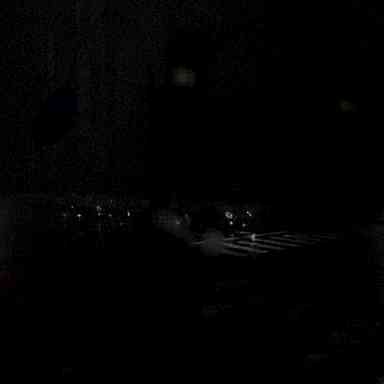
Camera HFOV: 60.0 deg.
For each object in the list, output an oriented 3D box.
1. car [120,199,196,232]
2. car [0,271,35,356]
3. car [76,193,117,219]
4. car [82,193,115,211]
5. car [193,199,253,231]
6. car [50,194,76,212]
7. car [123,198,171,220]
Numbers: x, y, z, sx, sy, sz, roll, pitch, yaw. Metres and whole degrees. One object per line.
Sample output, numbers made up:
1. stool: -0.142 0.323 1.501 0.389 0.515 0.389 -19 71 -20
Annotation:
1. car: -2.202 1.427 19.882 2.128 1.511 4.902 -1 1 -36
2. car: -4.221 1.545 3.641 4.507 1.381 1.887 0 -1 -36
3. car: -7.578 1.212 27.362 2.097 1.767 4.553 -1 1 -36
4. car: -10.410 1.090 36.883 2.097 1.767 4.553 -1 1 -36
5. car: 1.548 1.255 20.316 2.097 1.767 4.553 -1 1 -37
6. car: -13.484 1.283 35.599 1.837 1.490 4.892 -1 1 -35
7. car: -3.870 1.306 27.779 1.882 1.535 5.008 -1 1 -36
